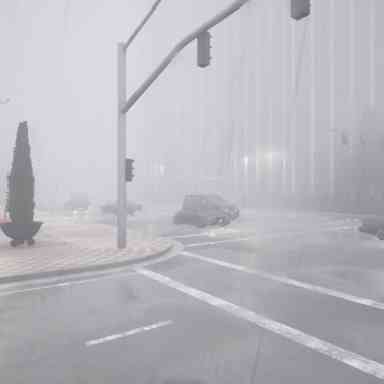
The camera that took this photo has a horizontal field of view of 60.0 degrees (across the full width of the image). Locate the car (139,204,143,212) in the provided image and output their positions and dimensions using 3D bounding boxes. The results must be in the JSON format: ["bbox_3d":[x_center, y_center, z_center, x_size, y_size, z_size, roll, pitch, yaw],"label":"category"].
[{"bbox_3d":[-7.529,1.601,38.855,1.895,1.301,4.718,0,0,-36],"label":"car"}]

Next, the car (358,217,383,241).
[{"bbox_3d":[10.197,1.548,14.470,2.033,1.411,5.357,0,0,-36],"label":"car"}]

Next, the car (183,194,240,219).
[{"bbox_3d":[1.330,1.220,26.589,2.150,2.045,5.566,0,0,-36],"label":"car"}]

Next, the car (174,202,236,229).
[{"bbox_3d":[0.556,1.564,21.709,1.994,1.385,4.181,0,0,-36],"label":"car"}]

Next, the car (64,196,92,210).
[{"bbox_3d":[-15.128,1.601,43.425,1.895,1.301,4.718,0,0,-36],"label":"car"}]

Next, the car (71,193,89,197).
[{"bbox_3d":[-18.010,1.207,53.517,2.150,2.045,5.566,0,0,-36],"label":"car"}]

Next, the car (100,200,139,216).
[{"bbox_3d":[-7.332,1.601,32.601,1.895,1.301,4.718,0,0,-36],"label":"car"}]
